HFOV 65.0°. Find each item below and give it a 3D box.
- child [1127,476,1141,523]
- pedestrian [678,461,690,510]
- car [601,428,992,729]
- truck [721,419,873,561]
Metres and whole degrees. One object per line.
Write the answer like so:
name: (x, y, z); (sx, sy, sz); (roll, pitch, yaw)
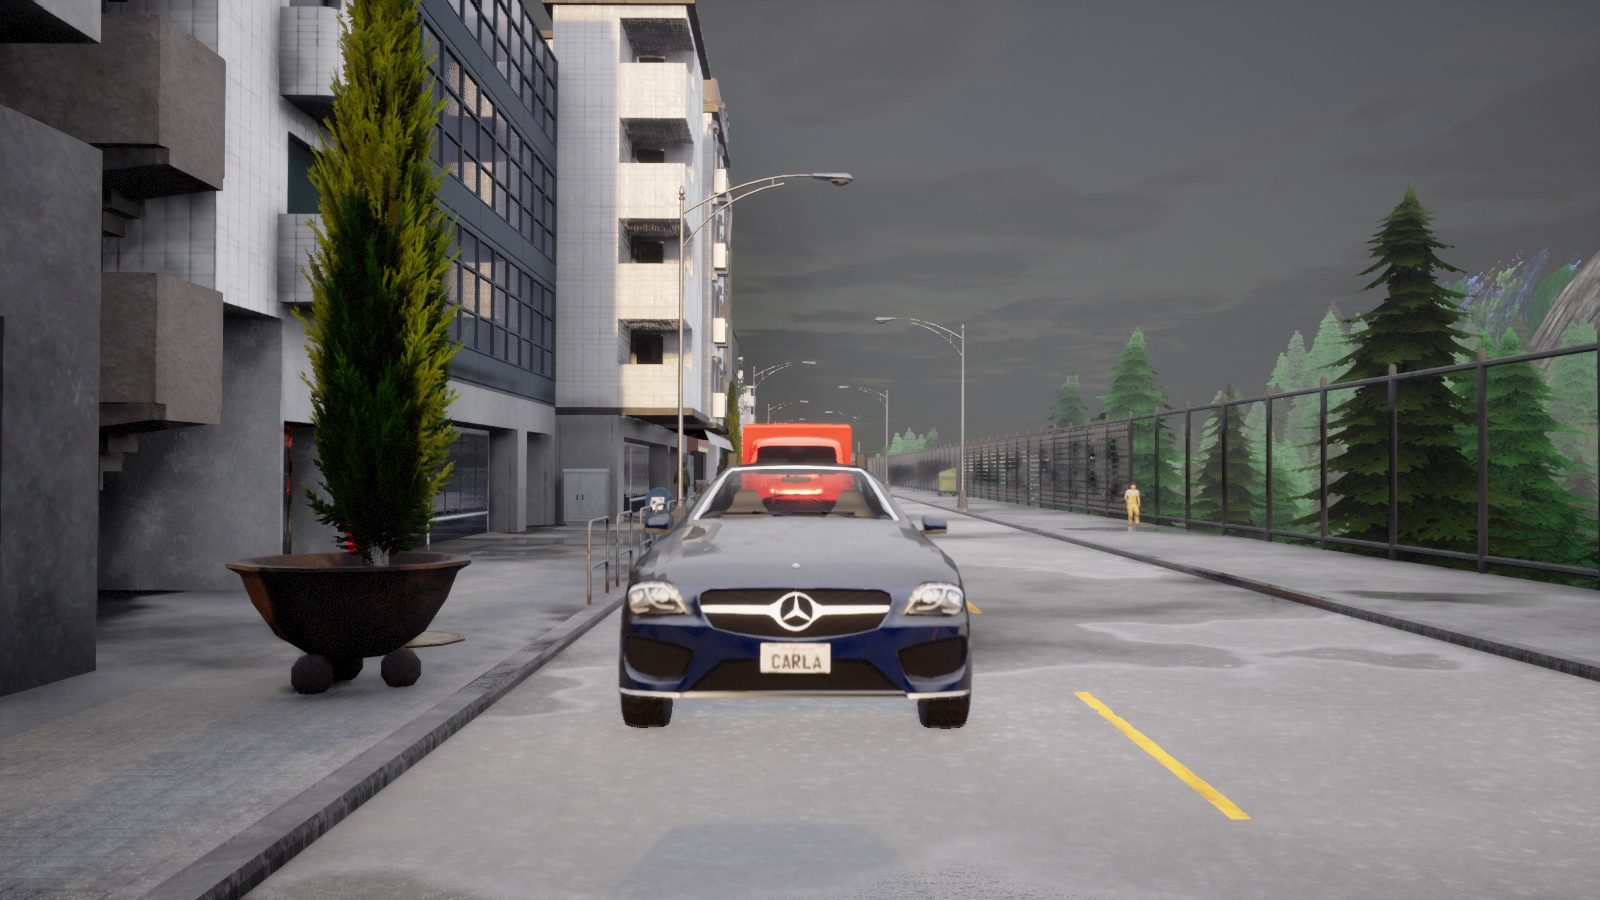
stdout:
child: (9.030, 1.337, 33.952); (0.270, 1.263, 0.437); (0, -1, 2)
pedestrian: (-4.410, 1.343, 47.790); (0.370, 1.835, 0.726); (0, -1, 0)
car: (-0.024, 0.752, 9.445); (2.152, 1.651, 5.027); (0, -1, 0)
truck: (-0.062, 0.737, 24.407); (2.627, 2.467, 5.204); (0, -1, 0)
